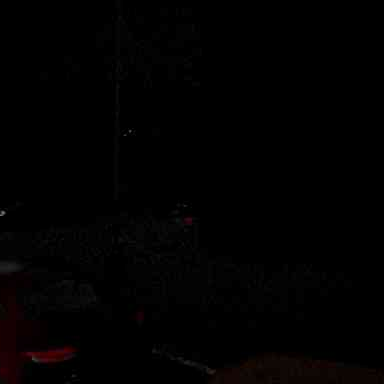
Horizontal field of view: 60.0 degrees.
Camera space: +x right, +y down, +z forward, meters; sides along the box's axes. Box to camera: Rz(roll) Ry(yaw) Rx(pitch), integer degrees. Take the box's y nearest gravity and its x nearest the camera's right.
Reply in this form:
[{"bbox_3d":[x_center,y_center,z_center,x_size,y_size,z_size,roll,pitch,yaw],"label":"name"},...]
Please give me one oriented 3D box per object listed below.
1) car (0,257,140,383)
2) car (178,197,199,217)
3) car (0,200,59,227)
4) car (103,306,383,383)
[{"bbox_3d":[-2.427,1.578,4.525,4.206,1.307,1.802,0,1,36],"label":"car"},{"bbox_3d":[0.786,1.555,36.352,2.150,2.045,5.566,2,0,36],"label":"car"},{"bbox_3d":[-11.912,1.433,23.627,2.097,1.767,4.553,2,0,35],"label":"car"},{"bbox_3d":[1.937,1.526,1.407,4.829,1.417,1.752,0,1,36],"label":"car"}]
